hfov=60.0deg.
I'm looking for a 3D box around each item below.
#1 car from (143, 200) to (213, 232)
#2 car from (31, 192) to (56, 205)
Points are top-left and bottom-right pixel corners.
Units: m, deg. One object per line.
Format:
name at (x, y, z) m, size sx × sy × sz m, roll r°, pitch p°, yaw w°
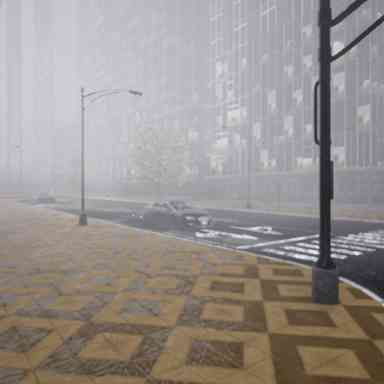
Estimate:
car at (-0.889, 1.203, 18.364) m, size 2.128 × 1.511 × 4.902 m, roll 0°, pitch 1°, yaw -38°
car at (-17.919, 0.751, 40.117) m, size 1.994 × 1.385 × 4.181 m, roll 0°, pitch 1°, yaw -38°
